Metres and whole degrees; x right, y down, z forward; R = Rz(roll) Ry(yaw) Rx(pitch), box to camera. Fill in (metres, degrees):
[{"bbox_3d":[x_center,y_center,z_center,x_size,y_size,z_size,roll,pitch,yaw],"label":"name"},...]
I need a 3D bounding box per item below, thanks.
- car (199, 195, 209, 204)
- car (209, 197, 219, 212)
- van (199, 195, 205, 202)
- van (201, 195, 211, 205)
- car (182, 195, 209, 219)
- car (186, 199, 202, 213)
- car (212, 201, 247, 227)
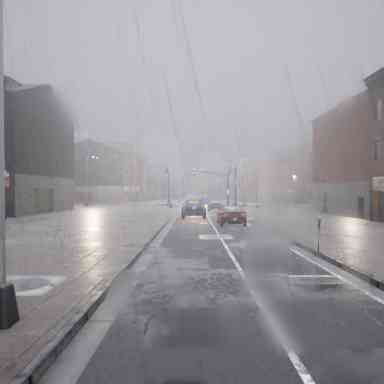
[{"bbox_3d":[2.777,1.678,77.409,2.192,1.841,5.009,-1,-1,0],"label":"car"},{"bbox_3d":[2.708,1.640,39.868,2.008,1.369,4.403,-1,0,0],"label":"car"},{"bbox_3d":[2.809,1.875,93.279,1.690,1.788,3.998,-1,-1,0],"label":"van"},{"bbox_3d":[2.757,1.610,66.827,1.690,1.788,3.998,-1,-1,0],"label":"van"},{"bbox_3d":[0.160,1.399,29.799,2.097,1.767,4.553,0,0,0],"label":"car"},{"bbox_3d":[0.211,1.613,39.618,1.812,1.442,4.674,0,0,1],"label":"car"},{"bbox_3d":[2.675,1.570,22.991,1.887,1.381,4.507,-1,0,0],"label":"car"}]
